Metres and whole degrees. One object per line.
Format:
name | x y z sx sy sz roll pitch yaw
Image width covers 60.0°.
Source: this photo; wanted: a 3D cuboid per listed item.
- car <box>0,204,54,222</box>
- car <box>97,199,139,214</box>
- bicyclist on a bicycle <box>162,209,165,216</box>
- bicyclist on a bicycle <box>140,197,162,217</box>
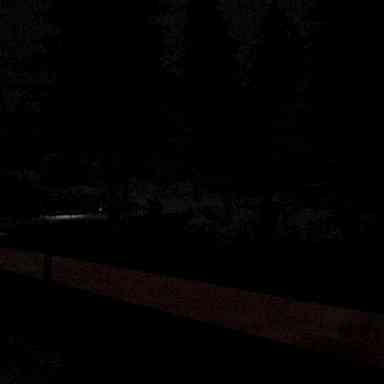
car | -13.878 1.632 27.082 1.895 1.301 4.718 -1 0 35
car | -7.824 1.523 35.568 2.128 1.511 4.902 -1 0 36
bicyclist on a bicycle | -3.059 1.279 28.587 1.656 1.620 0.582 -1 0 22
bicyclist on a bicycle | -3.621 1.279 28.104 1.656 1.620 0.582 -1 0 15
